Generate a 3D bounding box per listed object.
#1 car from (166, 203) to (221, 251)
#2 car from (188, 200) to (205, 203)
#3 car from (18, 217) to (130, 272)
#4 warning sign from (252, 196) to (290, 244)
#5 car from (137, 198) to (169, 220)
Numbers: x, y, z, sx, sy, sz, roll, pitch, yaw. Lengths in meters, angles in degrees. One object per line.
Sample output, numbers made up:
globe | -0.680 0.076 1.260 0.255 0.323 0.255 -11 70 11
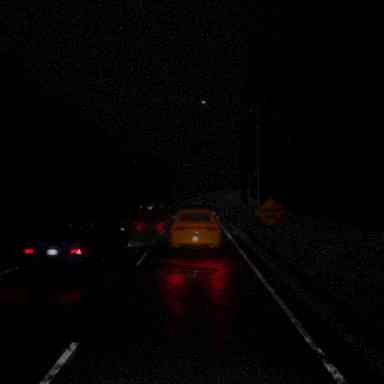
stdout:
car | 0.157 1.451 13.972 1.882 1.535 5.008 0 0 1
car | 0.404 1.401 28.955 1.882 1.535 5.008 0 1 2
car | -3.404 1.530 10.712 2.033 1.411 5.357 0 0 1
warning sign | 3.152 1.092 13.381 1.300 1.860 1.060 0 0 0
car | -3.142 1.279 27.733 2.097 1.767 4.553 0 0 2
